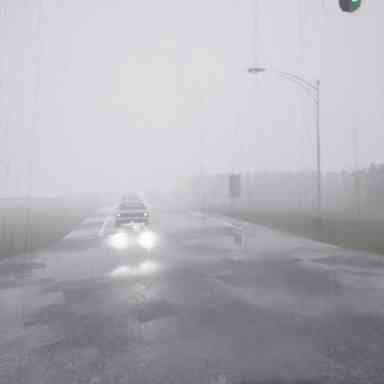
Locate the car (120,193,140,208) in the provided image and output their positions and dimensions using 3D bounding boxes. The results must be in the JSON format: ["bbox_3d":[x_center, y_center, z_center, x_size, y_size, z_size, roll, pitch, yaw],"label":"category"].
[{"bbox_3d":[-7.189,0.899,38.598,2.128,1.511,4.902,-1,1,-10],"label":"car"}]

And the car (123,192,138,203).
[{"bbox_3d":[-8.898,0.744,48.384,2.128,1.511,4.902,-1,1,-10],"label":"car"}]

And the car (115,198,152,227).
[{"bbox_3d":[-3.653,1.289,20.249,1.895,1.301,4.718,-1,1,-11],"label":"car"}]

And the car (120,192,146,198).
[{"bbox_3d":[-5.457,1.041,29.396,2.128,1.511,4.902,-1,1,-11],"label":"car"}]

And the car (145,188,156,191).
[{"bbox_3d":[-7.503,0.216,61.356,2.150,2.045,5.566,-1,1,-9],"label":"car"}]

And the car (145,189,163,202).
[{"bbox_3d":[-5.349,0.736,49.117,2.033,1.411,5.357,-1,1,-11],"label":"car"}]
